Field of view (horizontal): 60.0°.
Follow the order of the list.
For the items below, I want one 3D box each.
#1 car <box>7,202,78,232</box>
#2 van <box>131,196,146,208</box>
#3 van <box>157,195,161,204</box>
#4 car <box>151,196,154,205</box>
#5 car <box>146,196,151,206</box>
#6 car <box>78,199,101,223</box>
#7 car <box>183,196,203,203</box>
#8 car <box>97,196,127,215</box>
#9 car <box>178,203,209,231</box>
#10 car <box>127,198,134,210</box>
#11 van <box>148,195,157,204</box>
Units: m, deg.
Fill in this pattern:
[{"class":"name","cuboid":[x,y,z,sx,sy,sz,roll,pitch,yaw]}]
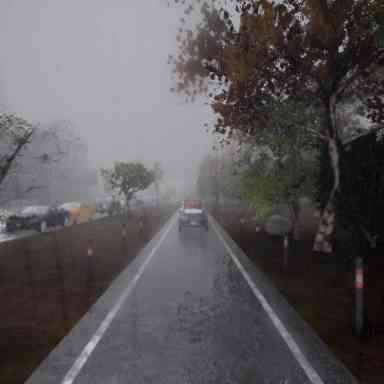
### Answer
[{"class":"car","cuboid":[-9.030,1.485,19.992,2.097,1.535,5.008,0,-1,2]},{"class":"van","cuboid":[-9.080,1.597,53.141,1.878,1.987,4.442,0,0,2]},{"class":"van","cuboid":[-9.266,1.858,80.799,1.878,1.987,4.442,0,-2,-2]},{"class":"car","cuboid":[-9.088,1.946,64.334,2.163,1.488,4.792,0,-2,-2]},{"class":"car","cuboid":[-9.082,1.859,58.824,2.231,1.521,4.892,0,-2,-2]},{"class":"car","cuboid":[-9.038,1.525,25.540,2.097,1.535,5.008,0,-1,2]},{"class":"car","cuboid":[0.094,1.484,40.554,2.150,2.045,5.566,0,-1,0]},{"class":"car","cuboid":[-9.050,1.401,35.426,2.435,2.045,5.566,0,-1,1]},{"class":"car","cuboid":[0.097,1.666,21.648,1.812,1.442,4.674,0,0,0]},{"class":"car","cuboid":[-9.060,1.747,42.168,2.002,1.452,4.674,0,0,0]},{"class":"van","cuboid":[-9.100,1.758,70.849,1.878,1.987,4.442,0,-2,-3]}]
